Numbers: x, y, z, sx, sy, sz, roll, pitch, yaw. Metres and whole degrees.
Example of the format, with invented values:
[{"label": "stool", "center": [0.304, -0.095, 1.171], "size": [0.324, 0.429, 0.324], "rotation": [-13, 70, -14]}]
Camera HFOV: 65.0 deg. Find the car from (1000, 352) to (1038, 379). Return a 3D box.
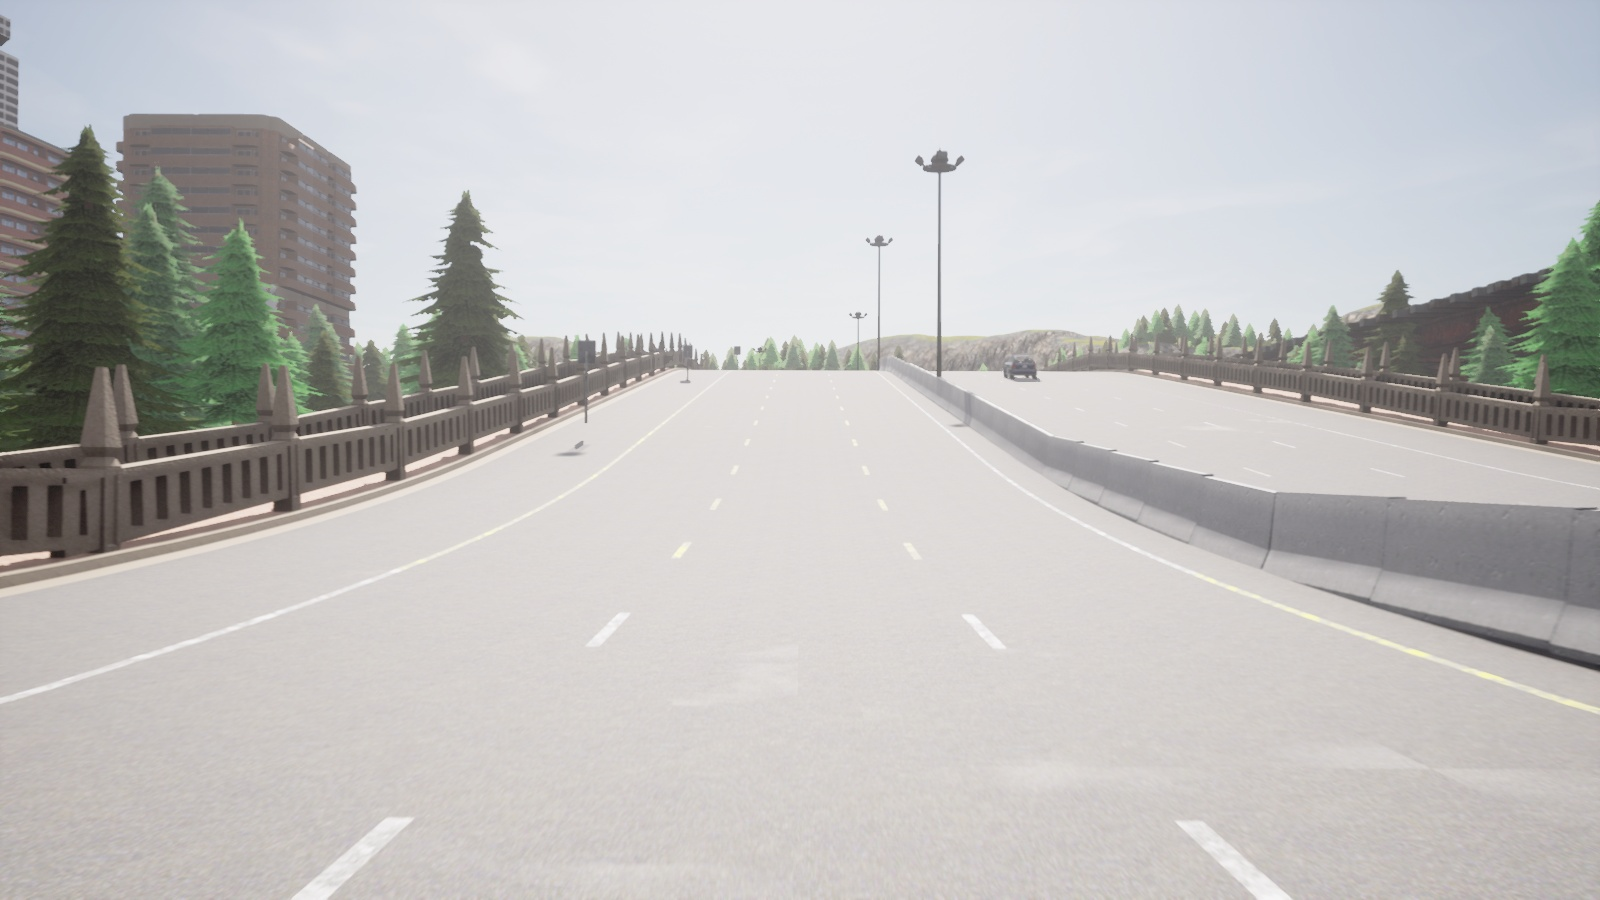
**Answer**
[{"label": "car", "center": [14.147, -5.498, 81.362], "size": [1.789, 1.549, 3.705], "rotation": [0, 6, 0]}]
